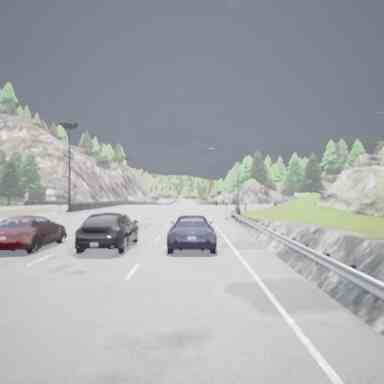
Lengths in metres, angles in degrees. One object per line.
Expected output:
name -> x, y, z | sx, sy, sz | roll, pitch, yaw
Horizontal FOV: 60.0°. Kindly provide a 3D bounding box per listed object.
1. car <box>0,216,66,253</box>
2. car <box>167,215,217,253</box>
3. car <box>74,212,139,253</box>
car -> -7.004, 1.694, 14.265 | 1.994, 1.385, 4.181 | 0, 0, 0
car -> -0.005, 1.694, 14.327 | 1.994, 1.385, 4.181 | 0, 0, 0
car -> -3.505, 1.637, 14.325 | 1.837, 1.490, 4.892 | 0, 0, 0
